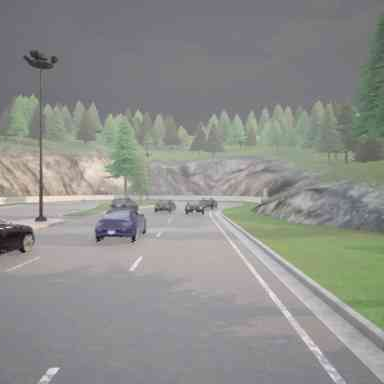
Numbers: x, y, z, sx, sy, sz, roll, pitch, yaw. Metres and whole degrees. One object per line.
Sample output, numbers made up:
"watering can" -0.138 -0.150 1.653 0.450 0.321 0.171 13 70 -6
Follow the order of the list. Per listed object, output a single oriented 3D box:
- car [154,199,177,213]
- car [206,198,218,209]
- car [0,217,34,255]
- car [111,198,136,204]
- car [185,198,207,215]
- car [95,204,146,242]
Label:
"car" -2.940 1.546 37.464 2.033 1.411 5.357 0 0 5
"car" 2.223 1.490 44.511 2.128 1.511 4.902 0 0 15
"car" -6.897 1.491 10.715 2.128 1.511 4.902 0 0 0
"car" -6.709 1.352 32.929 2.097 1.767 4.553 0 0 2
"car" 0.344 1.600 34.355 1.895 1.301 4.718 0 0 3
"car" -3.398 1.525 16.338 1.812 1.442 4.674 0 0 0
